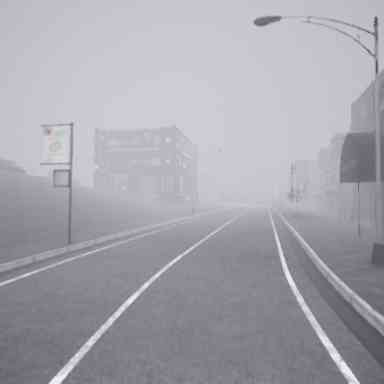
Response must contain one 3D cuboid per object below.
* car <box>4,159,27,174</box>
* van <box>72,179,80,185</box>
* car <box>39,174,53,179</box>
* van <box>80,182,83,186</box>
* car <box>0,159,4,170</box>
[{"bbox_3d":[-23.232,-2.874,42.141,2.435,2.045,5.566,0,-3,2],"label":"car"},{"bbox_3d":[-23.808,-1.629,64.358,1.878,1.987,4.442,1,-3,-3],"label":"van"},{"bbox_3d":[-23.319,-2.021,53.158,2.002,1.452,4.674,0,-3,-1],"label":"car"},{"bbox_3d":[-24.231,-1.272,69.869,1.878,1.987,4.442,1,-4,-4],"label":"van"},{"bbox_3d":[-23.385,-3.001,36.533,2.185,1.767,4.553,0,-2,3],"label":"car"}]
